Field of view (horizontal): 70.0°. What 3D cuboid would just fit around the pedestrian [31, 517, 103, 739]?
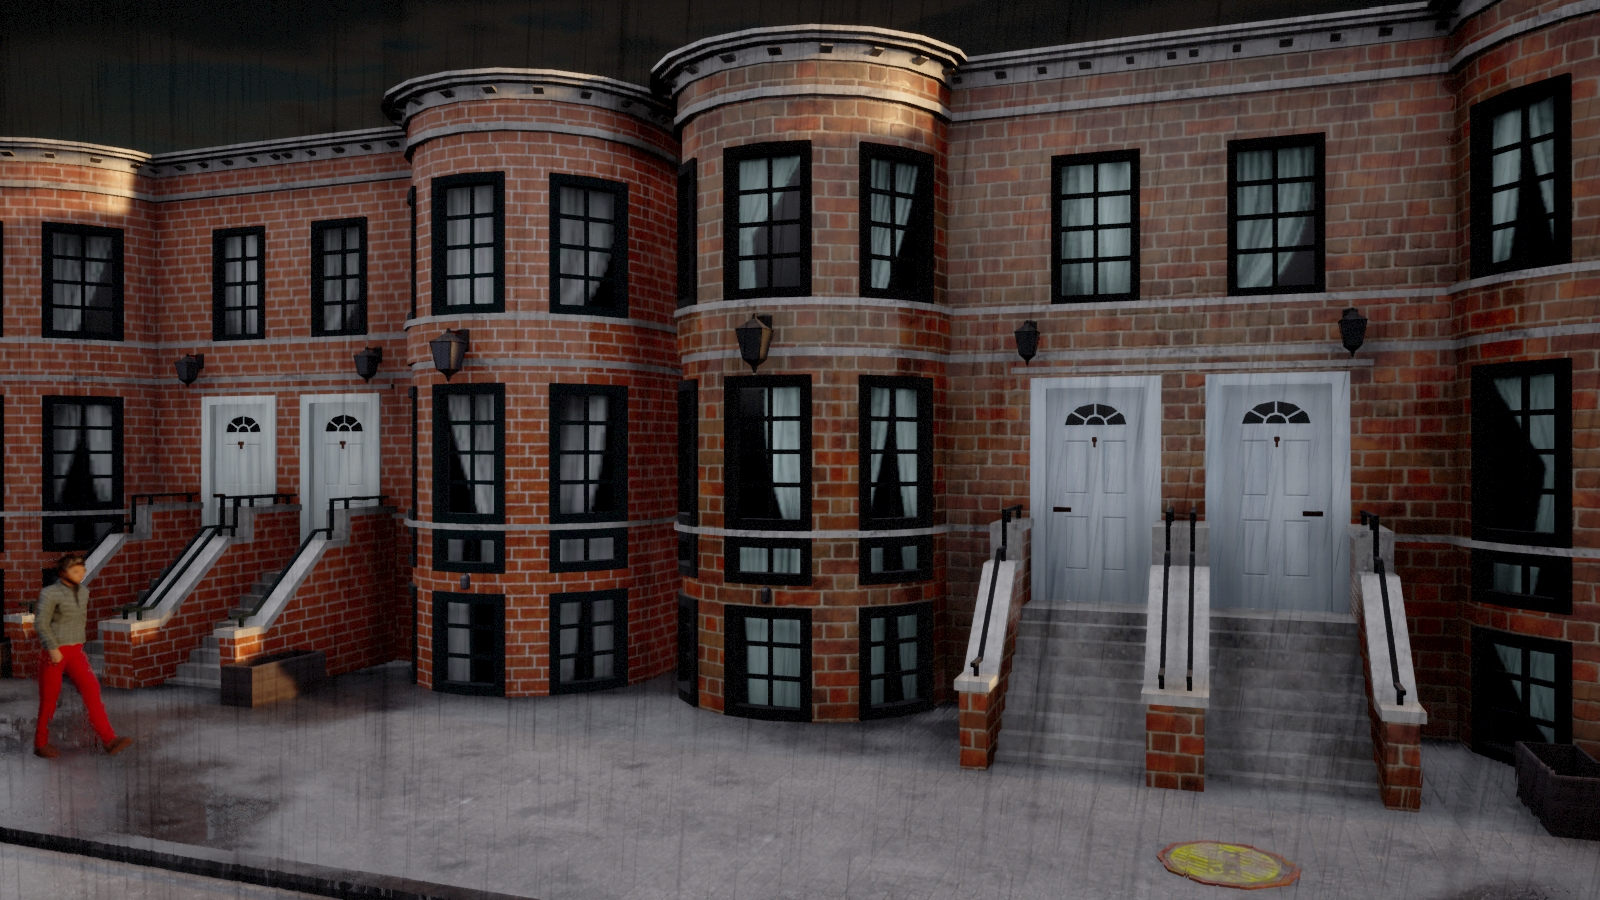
[{"bbox_3d":[-6.380,1.529,9.944,0.375,1.860,0.375,0,0,19],"label":"pedestrian"}]
